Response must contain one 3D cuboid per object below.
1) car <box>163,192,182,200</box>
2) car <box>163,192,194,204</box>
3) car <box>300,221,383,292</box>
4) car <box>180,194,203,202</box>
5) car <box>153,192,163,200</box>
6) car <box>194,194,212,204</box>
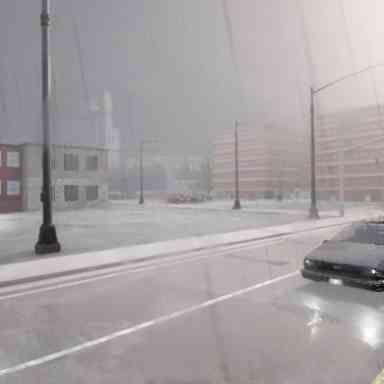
[{"bbox_3d":[-4.606,0.862,79.531,2.097,1.767,4.553,-1,0,-43],"label":"car"},{"bbox_3d":[-2.325,1.133,56.224,2.097,1.767,4.553,-1,1,-42],"label":"car"},{"bbox_3d":[4.998,1.519,8.956,5.357,1.411,2.033,-1,0,-44],"label":"car"},{"bbox_3d":[-0.150,1.174,69.501,2.128,1.511,4.902,-1,1,-43],"label":"car"},{"bbox_3d":[-7.185,0.889,77.165,2.097,1.767,4.553,-1,0,-43],"label":"car"},{"bbox_3d":[0.575,1.251,58.252,2.128,1.511,4.902,-1,1,-42],"label":"car"}]
